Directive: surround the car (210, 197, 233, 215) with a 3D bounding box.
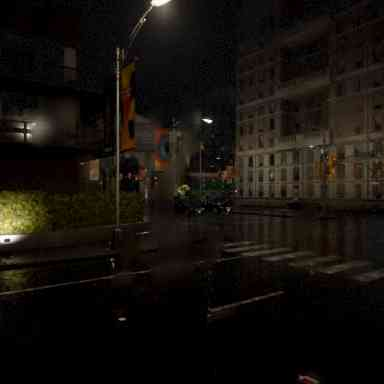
[{"bbox_3d":[2.136,1.491,34.211,2.128,1.511,4.902,0,0,-35],"label":"car"}]

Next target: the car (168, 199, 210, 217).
[{"bbox_3d":[-0.655,1.526,32.093,1.812,1.442,4.674,0,0,-35],"label":"car"}]

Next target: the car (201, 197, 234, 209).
[{"bbox_3d":[3.516,1.478,46.457,1.882,1.535,5.008,0,0,-35],"label":"car"}]

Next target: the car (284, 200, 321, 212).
[{"bbox_3d":[12.996,1.564,39.122,1.994,1.385,4.181,0,0,-35],"label":"car"}]
